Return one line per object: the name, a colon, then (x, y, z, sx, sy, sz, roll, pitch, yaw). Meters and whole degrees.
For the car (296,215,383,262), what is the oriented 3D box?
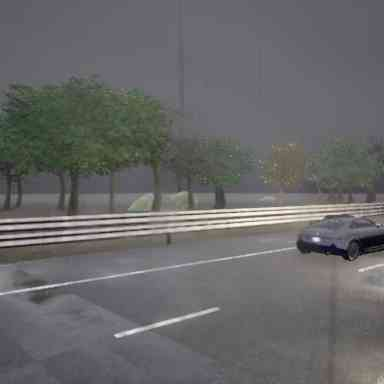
car: (5.752, 1.537, 12.178, 4.181, 1.385, 1.994, 0, 0, -35)
